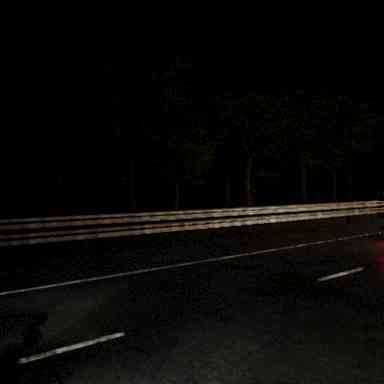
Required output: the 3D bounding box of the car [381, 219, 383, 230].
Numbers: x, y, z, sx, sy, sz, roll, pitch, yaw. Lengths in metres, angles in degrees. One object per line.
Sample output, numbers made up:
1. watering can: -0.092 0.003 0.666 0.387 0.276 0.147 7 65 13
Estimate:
1. car: 11.136 1.466 15.987 4.718 1.301 1.895 -1 0 -35
